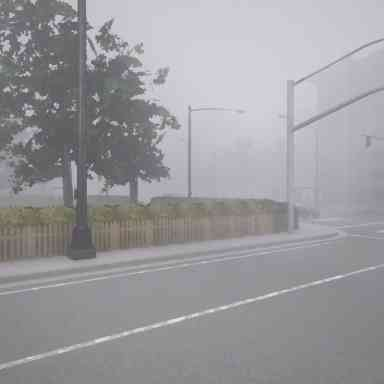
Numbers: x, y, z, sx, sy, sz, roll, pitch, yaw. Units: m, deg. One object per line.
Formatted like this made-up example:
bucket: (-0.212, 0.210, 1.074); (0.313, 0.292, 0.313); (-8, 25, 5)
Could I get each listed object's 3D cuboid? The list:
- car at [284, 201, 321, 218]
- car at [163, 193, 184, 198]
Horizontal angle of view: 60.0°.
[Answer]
car: (9.406, 1.526, 30.334); (1.812, 1.442, 4.674); (0, 0, -35)
car: (-2.297, 1.221, 47.257); (2.150, 2.045, 5.566); (0, 0, -35)
